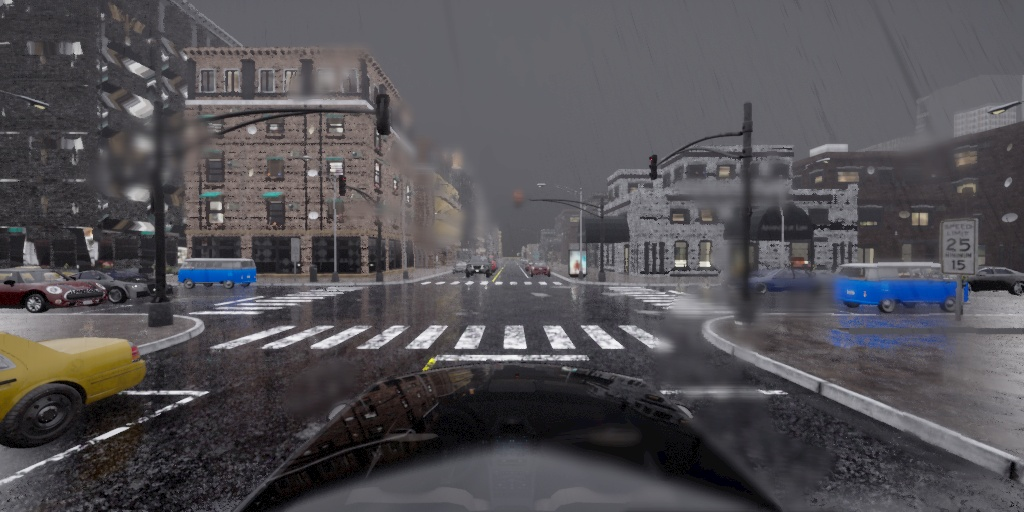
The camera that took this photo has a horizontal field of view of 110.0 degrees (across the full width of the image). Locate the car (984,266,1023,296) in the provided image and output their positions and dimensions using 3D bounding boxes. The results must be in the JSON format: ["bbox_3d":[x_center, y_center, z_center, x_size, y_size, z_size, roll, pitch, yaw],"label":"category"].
[{"bbox_3d":[24.871,1.291,19.416,4.902,1.511,2.128,0,0,-1],"label":"car"}]

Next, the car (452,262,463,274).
[{"bbox_3d":[-5.717,1.310,40.920,2.007,1.370,4.403,0,0,0],"label":"car"}]

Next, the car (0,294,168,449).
[{"bbox_3d":[-5.692,1.275,2.598,1.751,1.417,4.829,0,0,0],"label":"car"}]

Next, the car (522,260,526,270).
[{"bbox_3d":[2.660,1.347,46.634,1.802,1.307,4.207,0,0,0],"label":"car"}]

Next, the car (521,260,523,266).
[{"bbox_3d":[2.656,1.321,52.331,2.007,1.370,4.403,0,0,0],"label":"car"}]

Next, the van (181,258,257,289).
[{"bbox_3d":[-17.778,1.030,21.666,3.998,1.789,1.690,0,0,0],"label":"van"}]

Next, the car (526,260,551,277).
[{"bbox_3d":[2.668,1.195,35.241,1.967,1.591,4.097,0,0,0],"label":"car"}]

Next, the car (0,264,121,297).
[{"bbox_3d":[-17.730,1.190,13.286,4.097,1.591,1.967,0,0,0],"label":"car"}]

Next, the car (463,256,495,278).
[{"bbox_3d":[-3.116,0.977,34.748,2.150,2.045,5.566,0,0,0],"label":"car"}]

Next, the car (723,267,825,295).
[{"bbox_3d":[14.498,1.320,19.334,5.357,1.411,2.033,0,0,-1],"label":"car"}]

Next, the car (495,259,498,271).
[{"bbox_3d":[-3.126,0.985,45.057,2.150,2.045,5.566,0,0,0],"label":"car"}]

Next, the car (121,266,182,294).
[{"bbox_3d":[-17.743,1.296,15.869,4.181,1.385,1.994,0,0,-1],"label":"car"}]

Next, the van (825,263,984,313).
[{"bbox_3d":[14.648,1.156,13.548,3.998,1.789,1.690,0,0,0],"label":"van"}]
